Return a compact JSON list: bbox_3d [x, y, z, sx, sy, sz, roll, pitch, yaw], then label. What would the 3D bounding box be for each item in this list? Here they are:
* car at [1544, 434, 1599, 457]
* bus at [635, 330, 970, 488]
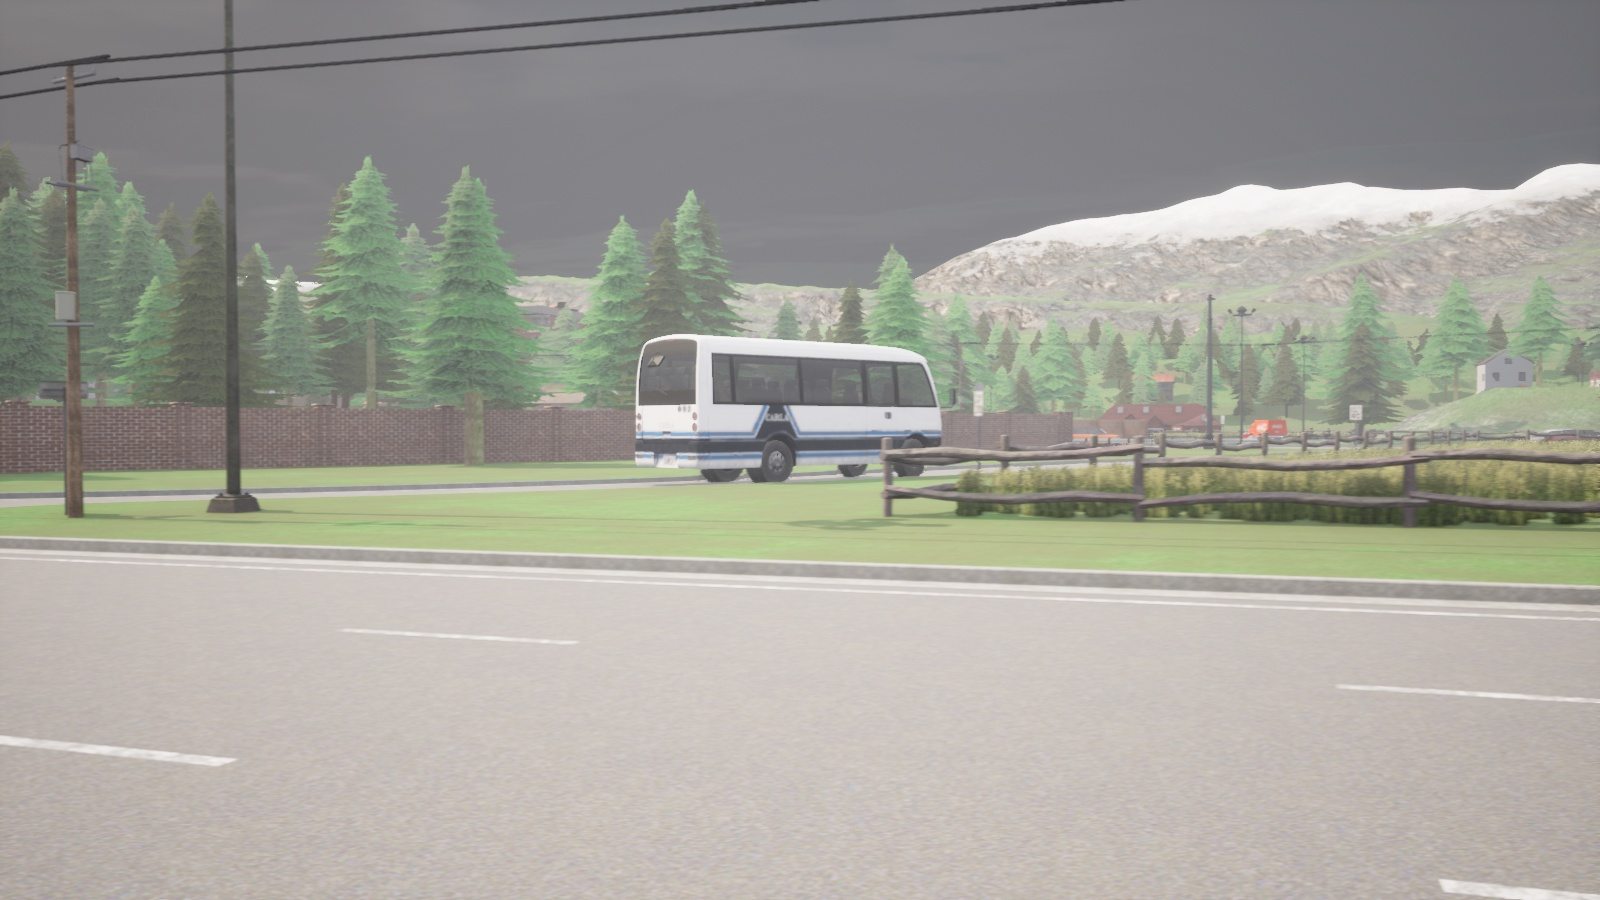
[{"bbox_3d":[52.488,-0.314,83.554,4.792,1.488,2.163,1,1,18],"label":"car"},{"bbox_3d":[0.322,-1.168,38.649,10.273,4.253,3.944,-1,1,-41],"label":"bus"}]
